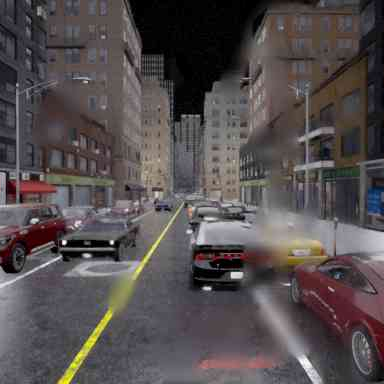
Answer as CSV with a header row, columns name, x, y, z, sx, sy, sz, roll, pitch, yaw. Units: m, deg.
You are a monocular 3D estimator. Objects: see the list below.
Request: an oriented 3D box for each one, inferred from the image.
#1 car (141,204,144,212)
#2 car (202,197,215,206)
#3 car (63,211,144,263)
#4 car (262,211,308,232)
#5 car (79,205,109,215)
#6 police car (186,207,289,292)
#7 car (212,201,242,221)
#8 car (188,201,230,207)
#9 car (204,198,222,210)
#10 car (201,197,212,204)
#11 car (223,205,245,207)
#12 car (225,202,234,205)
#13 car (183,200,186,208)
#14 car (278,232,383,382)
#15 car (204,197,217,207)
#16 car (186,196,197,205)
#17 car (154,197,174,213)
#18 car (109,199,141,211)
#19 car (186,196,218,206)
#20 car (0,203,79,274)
name,x,y,z,sx,sy,sz,roll,pitch,yaw
car,-5.765,1.567,33.076,1.802,1.307,4.206,-1,0,0
car,2.719,1.531,55.443,1.947,1.339,4.313,-1,0,0
car,-3.133,1.597,12.151,1.895,1.301,4.718,0,0,0
car,2.827,1.522,10.926,1.752,1.417,4.829,-1,0,0
car,-5.722,1.434,16.319,1.967,1.590,4.097,-1,0,0
police car,0.875,1.422,9.088,1.930,1.638,5.238,0,0,0
car,2.787,1.539,27.514,2.008,1.369,4.403,-1,0,0
car,0.848,1.498,18.978,1.837,1.490,4.892,0,0,0
car,2.746,1.527,44.271,2.008,1.369,4.403,-1,0,0
car,2.705,1.540,61.029,1.802,1.307,4.206,-1,0,0
car,2.814,1.560,16.342,1.947,1.339,4.313,-1,0,0
car,2.801,1.557,21.928,1.947,1.339,4.313,-1,0,0
car,-0.115,1.479,46.414,1.837,1.490,4.892,0,0,0
car,2.842,1.580,5.170,1.802,1.307,4.206,-1,0,0
car,2.732,1.496,50.027,1.752,1.417,4.829,-1,0,0
car,-0.162,1.437,60.153,1.882,1.535,5.008,0,0,0
car,-3.101,1.583,37.406,1.895,1.301,4.718,0,0,0
car,-5.752,1.429,27.490,1.967,1.590,4.097,-1,0,0
car,0.767,1.342,24.940,2.097,1.767,4.553,0,0,-1
car,-5.708,1.311,10.733,2.192,1.841,5.009,-1,0,0
